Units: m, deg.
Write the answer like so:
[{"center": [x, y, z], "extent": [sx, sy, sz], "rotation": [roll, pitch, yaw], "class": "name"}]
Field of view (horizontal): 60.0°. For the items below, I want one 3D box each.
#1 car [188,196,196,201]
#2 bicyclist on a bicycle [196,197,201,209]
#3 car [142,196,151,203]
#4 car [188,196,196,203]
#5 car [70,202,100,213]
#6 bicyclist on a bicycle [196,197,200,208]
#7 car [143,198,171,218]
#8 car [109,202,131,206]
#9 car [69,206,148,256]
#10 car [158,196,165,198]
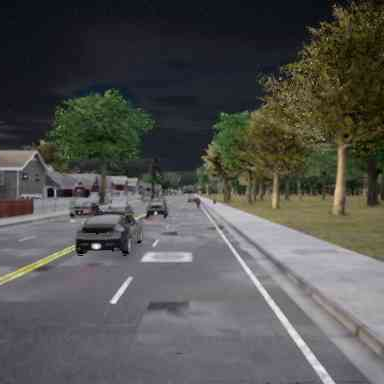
[{"center": [0.001, 1.716, 86.697], "extent": [1.895, 1.301, 4.718], "rotation": [0, 0, 0], "class": "car"}, {"center": [0.895, 1.579, 42.481], "extent": [0.582, 1.620, 1.656], "rotation": [0, -1, 0], "class": "bicyclist on a bicycle"}, {"center": [-9.750, 1.673, 72.570], "extent": [1.837, 1.490, 4.892], "rotation": [0, 0, 0], "class": "car"}, {"center": [0.001, 1.753, 74.915], "extent": [1.812, 1.442, 4.674], "rotation": [0, 0, 0], "class": "car"}, {"center": [-9.843, 1.657, 31.026], "extent": [1.994, 1.385, 4.181], "rotation": [0, 0, 0], "class": "car"}, {"center": [0.895, 1.606, 51.485], "extent": [0.582, 1.620, 1.656], "rotation": [0, -1, 0], "class": "bicyclist on a bicycle"}, {"center": [-3.147, 1.598, 31.333], "extent": [1.837, 1.490, 4.892], "rotation": [0, 0, 0], "class": "car"}, {"center": [-6.593, 1.617, 30.628], "extent": [1.812, 1.442, 4.674], "rotation": [0, 0, 0], "class": "car"}, {"center": [-3.151, 1.546, 13.382], "extent": [1.837, 1.490, 4.892], "rotation": [0, 0, 0], "class": "car"}, {"center": [-6.499, 1.635, 71.109], "extent": [2.128, 1.511, 4.902], "rotation": [0, 0, 0], "class": "car"}]
